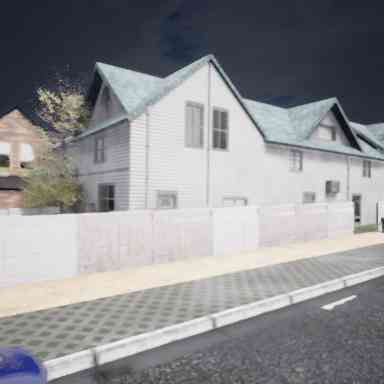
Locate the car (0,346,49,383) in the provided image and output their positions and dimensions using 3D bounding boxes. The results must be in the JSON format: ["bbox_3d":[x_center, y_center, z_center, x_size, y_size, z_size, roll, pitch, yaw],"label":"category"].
[{"bbox_3d":[-2.839,1.537,1.026,4.674,1.442,1.812,0,0,-36],"label":"car"}]
